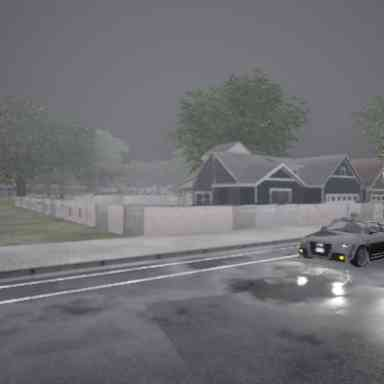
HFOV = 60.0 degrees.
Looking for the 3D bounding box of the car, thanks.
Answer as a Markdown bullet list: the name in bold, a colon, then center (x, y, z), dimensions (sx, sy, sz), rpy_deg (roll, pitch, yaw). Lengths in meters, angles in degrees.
- **car**: center (5.693, 1.679, 11.734), dimensions (4.181, 1.385, 1.994), rpy_deg (1, 0, -35)
